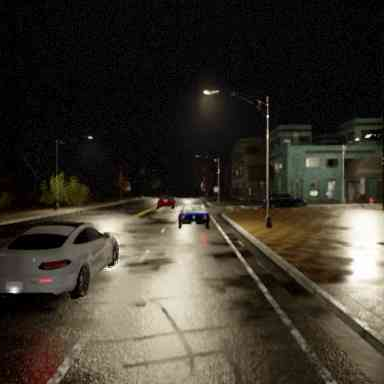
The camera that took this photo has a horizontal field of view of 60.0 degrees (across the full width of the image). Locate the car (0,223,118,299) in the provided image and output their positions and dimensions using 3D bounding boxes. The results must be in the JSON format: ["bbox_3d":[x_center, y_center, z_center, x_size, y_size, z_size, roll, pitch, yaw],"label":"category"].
[{"bbox_3d":[-3.148,1.481,8.224,1.812,1.442,4.674,0,0,0],"label":"car"}]

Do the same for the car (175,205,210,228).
[{"bbox_3d":[0.108,1.487,21.203,1.895,1.301,4.718,0,0,0],"label":"car"}]

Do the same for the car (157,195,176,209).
[{"bbox_3d":[-3.131,1.126,41.601,2.097,1.767,4.553,0,0,0],"label":"car"}]

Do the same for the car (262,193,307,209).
[{"bbox_3d":[9.788,0.935,35.269,4.553,1.767,2.097,-1,0,-4],"label":"car"}]
